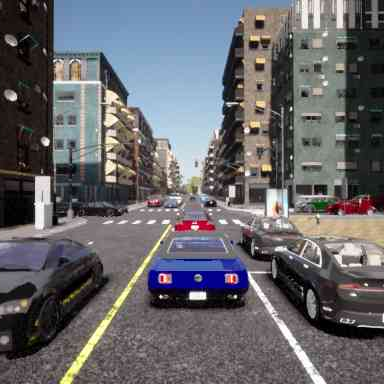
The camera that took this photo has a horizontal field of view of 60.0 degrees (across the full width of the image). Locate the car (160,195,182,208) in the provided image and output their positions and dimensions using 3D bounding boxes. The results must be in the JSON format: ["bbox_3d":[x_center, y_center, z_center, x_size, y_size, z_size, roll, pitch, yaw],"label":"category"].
[{"bbox_3d":[-2.992,1.565,48.647,2.033,1.411,5.357,0,0,1],"label":"car"}]

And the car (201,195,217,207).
[{"bbox_3d":[2.815,1.585,50.664,1.947,1.339,4.313,1,0,0],"label":"car"}]

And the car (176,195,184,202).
[{"bbox_3d":[-2.821,1.532,78.999,1.837,1.490,4.892,0,0,0],"label":"car"}]

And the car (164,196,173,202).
[{"bbox_3d":[-5.501,1.597,78.578,1.947,1.339,4.313,1,0,0],"label":"car"}]

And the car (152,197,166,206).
[{"bbox_3d":[-5.552,1.566,56.294,1.887,1.381,4.507,1,0,0],"label":"car"}]

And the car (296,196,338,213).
[{"bbox_3d":[13.413,1.272,34.879,4.553,1.767,2.097,0,-1,1],"label":"car"}]

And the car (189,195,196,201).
[{"bbox_3d":[0.204,1.561,90.095,1.812,1.442,4.674,0,0,0],"label":"car"}]

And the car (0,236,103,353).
[{"bbox_3d":[-3.088,1.566,6.201,1.994,1.385,4.181,0,0,0],"label":"car"}]

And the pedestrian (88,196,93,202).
[{"bbox_3d":[-12.437,1.347,40.663,0.375,1.860,0.375,0,0,1],"label":"pedestrian"}]

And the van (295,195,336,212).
[{"bbox_3d":[13.848,1.296,37.458,3.998,1.788,1.690,0,0,1],"label":"van"}]

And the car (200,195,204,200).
[{"bbox_3d":[2.828,1.603,56.234,1.802,1.307,4.206,1,0,0],"label":"car"}]

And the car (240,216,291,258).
[{"bbox_3d":[2.858,1.555,12.470,2.008,1.369,4.403,1,0,0],"label":"car"}]

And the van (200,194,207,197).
[{"bbox_3d":[2.882,1.373,78.520,1.690,1.788,3.998,1,0,0],"label":"van"}]

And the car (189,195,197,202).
[{"bbox_3d":[0.178,1.557,78.602,2.128,1.511,4.902,0,0,0],"label":"car"}]

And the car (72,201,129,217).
[{"bbox_3d":[-8.558,1.576,30.825,5.357,1.411,2.033,-1,-1,16],"label":"car"}]

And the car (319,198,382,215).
[{"bbox_3d":[13.769,1.413,29.077,4.206,1.307,1.802,0,0,1],"label":"car"}]

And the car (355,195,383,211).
[{"bbox_3d":[19.375,1.228,37.406,5.009,1.841,2.192,0,0,1],"label":"car"}]

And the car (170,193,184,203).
[{"bbox_3d":[-2.945,1.244,58.648,2.150,2.045,5.566,0,0,1],"label":"car"}]

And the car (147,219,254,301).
[{"bbox_3d":[0.118,1.603,8.286,1.895,1.301,4.718,0,0,0],"label":"car"}]

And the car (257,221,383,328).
[{"bbox_3d":[2.846,1.553,6.901,2.008,1.369,4.403,1,0,0],"label":"car"}]

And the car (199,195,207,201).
[{"bbox_3d":[2.904,1.581,89.661,1.887,1.381,4.507,1,0,0],"label":"car"}]

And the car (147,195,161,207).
[{"bbox_3d":[-5.561,1.334,50.723,2.192,1.841,5.009,1,0,0],"label":"car"}]

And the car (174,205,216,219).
[{"bbox_3d":[0.133,1.570,17.149,1.994,1.385,4.181,0,0,0],"label":"car"}]

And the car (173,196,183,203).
[{"bbox_3d":[-2.853,1.591,68.590,1.994,1.385,4.181,0,0,0],"label":"car"}]
